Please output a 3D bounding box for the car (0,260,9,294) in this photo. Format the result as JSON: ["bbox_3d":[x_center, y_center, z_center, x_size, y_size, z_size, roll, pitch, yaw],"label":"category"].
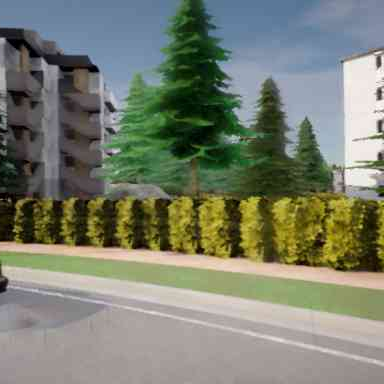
[{"bbox_3d":[-6.403,1.647,7.040,5.357,1.411,2.033,-1,0,23],"label":"car"}]
